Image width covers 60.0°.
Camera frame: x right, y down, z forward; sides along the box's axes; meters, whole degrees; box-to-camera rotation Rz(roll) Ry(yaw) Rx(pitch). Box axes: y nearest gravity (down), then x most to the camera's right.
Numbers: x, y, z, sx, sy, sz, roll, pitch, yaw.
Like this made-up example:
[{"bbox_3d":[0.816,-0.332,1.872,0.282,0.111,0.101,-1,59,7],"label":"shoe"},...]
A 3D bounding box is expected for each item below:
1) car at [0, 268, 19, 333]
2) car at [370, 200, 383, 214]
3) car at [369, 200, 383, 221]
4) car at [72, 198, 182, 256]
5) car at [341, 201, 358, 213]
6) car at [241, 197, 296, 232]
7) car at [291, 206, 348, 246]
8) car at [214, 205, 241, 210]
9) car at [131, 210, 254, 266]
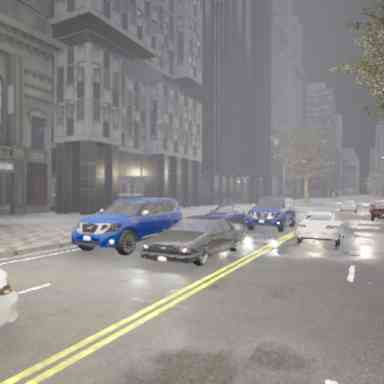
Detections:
[{"bbox_3d":[-4.246,1.515,3.404,1.812,1.442,4.674,0,0,30],"label":"car"},{"bbox_3d":[22.880,1.787,40.831,1.882,1.535,5.008,0,0,28],"label":"car"},{"bbox_3d":[16.510,1.696,28.711,1.882,1.535,5.008,0,0,28],"label":"car"},{"bbox_3d":[-2.361,1.267,13.986,2.150,2.045,5.566,0,0,28],"label":"car"},{"bbox_3d":[19.334,1.815,40.924,1.812,1.442,4.674,0,-1,28],"label":"car"},{"bbox_3d":[5.301,1.344,21.575,2.150,2.045,5.566,0,0,28],"label":"car"},{"bbox_3d":[6.277,1.629,16.008,1.812,1.442,4.674,0,0,28],"label":"car"},{"bbox_3d":[2.439,1.638,23.130,1.812,1.442,4.674,0,0,28],"label":"car"},{"bbox_3d":[0.362,1.601,12.180,2.033,1.411,5.357,0,0,28],"label":"car"}]
